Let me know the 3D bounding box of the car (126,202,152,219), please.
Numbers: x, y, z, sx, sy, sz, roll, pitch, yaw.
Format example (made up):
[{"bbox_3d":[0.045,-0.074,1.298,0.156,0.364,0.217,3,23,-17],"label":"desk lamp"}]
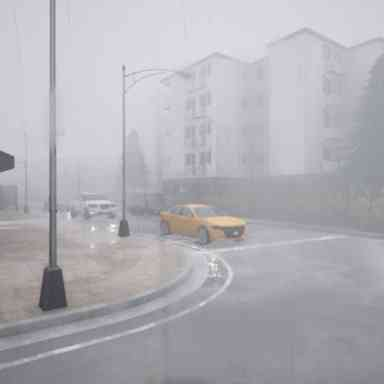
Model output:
[{"bbox_3d":[-3.454,1.416,26.476,1.895,1.301,4.718,0,0,-37],"label":"car"}]

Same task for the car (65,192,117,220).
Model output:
[{"bbox_3d":[-7.880,1.041,26.211,2.150,2.045,5.566,0,0,-36],"label":"car"}]

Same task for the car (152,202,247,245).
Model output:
[{"bbox_3d":[0.312,1.296,14.698,1.882,1.535,5.008,0,0,-33],"label":"car"}]

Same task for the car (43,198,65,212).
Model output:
[{"bbox_3d":[-14.086,1.344,34.576,1.812,1.442,4.674,0,0,-36],"label":"car"}]
